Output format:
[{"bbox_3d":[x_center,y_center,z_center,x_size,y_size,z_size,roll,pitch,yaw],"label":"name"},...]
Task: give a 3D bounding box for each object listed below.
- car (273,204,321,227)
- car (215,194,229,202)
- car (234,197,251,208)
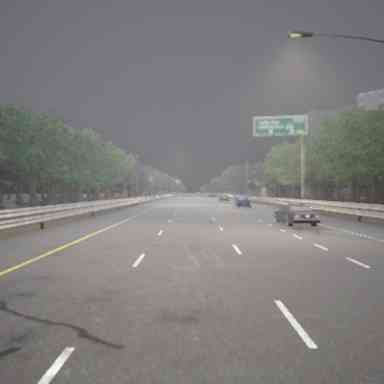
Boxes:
[{"bbox_3d":[7.031,1.536,22.726,2.033,1.411,5.357,0,0,0],"label":"car"},{"bbox_3d":[7.188,1.290,76.378,2.097,1.767,4.553,0,0,0],"label":"car"},{"bbox_3d":[7.103,1.458,47.273,1.882,1.535,5.008,0,0,0],"label":"car"}]
